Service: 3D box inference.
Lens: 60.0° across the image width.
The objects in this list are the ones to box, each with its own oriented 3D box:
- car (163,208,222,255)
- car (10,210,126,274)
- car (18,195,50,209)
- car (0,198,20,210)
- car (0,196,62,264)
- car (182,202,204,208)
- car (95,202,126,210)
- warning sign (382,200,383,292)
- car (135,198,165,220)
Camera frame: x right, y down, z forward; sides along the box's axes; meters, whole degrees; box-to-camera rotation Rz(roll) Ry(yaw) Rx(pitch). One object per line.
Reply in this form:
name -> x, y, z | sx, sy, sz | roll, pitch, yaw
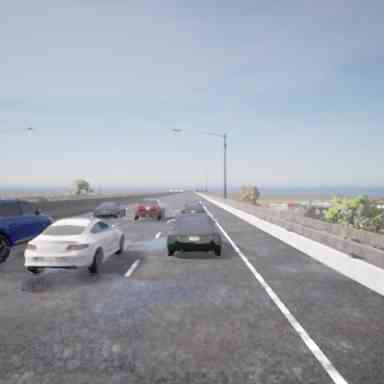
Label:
car -> 0.090, 1.546, 13.288 | 1.994, 1.385, 4.181 | 0, 0, 0
car -> -3.425, 1.512, 10.438 | 1.812, 1.442, 4.674 | 0, 0, 1
car -> -21.064, 1.277, 44.608 | 2.097, 1.767, 4.553 | 0, 0, 0
car -> -24.568, 1.529, 43.403 | 1.895, 1.301, 4.718 | 0, 0, 0
car -> -6.912, 1.204, 11.788 | 2.150, 2.045, 5.566 | 0, 0, 0
car -> 0.094, 1.520, 28.484 | 1.994, 1.385, 4.181 | 0, 0, 0
car -> -6.905, 1.521, 28.388 | 1.994, 1.385, 4.181 | 0, 0, 0
warning sign -> 4.560, 1.107, 6.294 | 1.300, 1.860, 1.060 | 1, 1, 0
car -> -3.408, 1.310, 27.699 | 2.097, 1.767, 4.553 | 0, 0, 0
